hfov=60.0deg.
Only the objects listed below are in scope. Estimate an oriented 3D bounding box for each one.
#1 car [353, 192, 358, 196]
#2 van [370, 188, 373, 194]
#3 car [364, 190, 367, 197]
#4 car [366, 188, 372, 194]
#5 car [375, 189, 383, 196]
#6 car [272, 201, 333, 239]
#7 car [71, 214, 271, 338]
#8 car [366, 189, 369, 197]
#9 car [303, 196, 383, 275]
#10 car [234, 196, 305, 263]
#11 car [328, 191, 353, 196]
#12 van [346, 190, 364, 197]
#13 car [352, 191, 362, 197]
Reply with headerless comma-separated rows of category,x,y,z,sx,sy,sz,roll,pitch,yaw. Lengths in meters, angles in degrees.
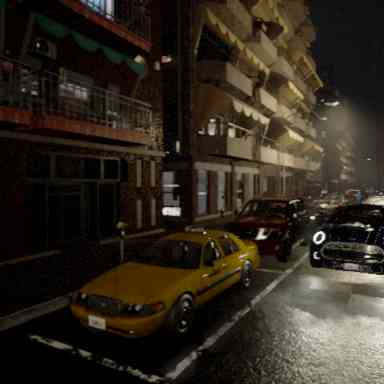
car,13.851,0.990,30.640,1.947,1.339,4.313,0,1,30
van,44.313,-0.170,83.238,1.690,1.788,3.998,0,1,30
car,22.159,0.744,44.986,1.802,1.307,4.206,0,1,30
car,30.467,0.470,59.331,1.947,1.339,4.313,0,1,30
car,42.373,0.139,74.506,1.837,1.490,4.892,0,1,30
car,5.543,1.244,16.295,2.008,1.369,4.403,0,1,30
car,-0.082,1.405,6.585,1.752,1.417,4.829,0,1,30
car,24.928,0.658,49.768,1.802,1.307,4.206,0,1,30
car,4.922,1.164,9.843,2.097,1.767,4.553,0,1,30
car,2.771,1.100,11.510,2.192,1.841,5.009,0,1,30
car,11.080,0.954,25.856,1.967,1.590,4.097,0,1,30
van,19.388,0.590,40.202,1.690,1.788,3.998,0,1,30
car,16.620,0.881,35.422,1.887,1.381,4.507,0,1,30
